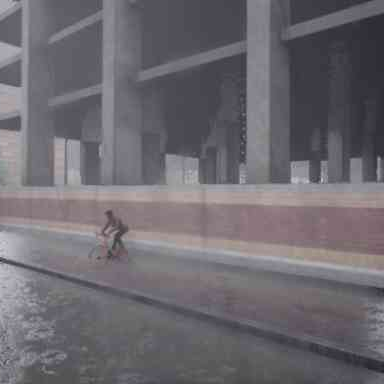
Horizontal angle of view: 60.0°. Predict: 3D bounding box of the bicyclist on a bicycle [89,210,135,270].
[{"bbox_3d":[-2.237,1.330,9.459,0.582,1.620,1.656,0,0,37],"label":"bicyclist on a bicycle"}]
